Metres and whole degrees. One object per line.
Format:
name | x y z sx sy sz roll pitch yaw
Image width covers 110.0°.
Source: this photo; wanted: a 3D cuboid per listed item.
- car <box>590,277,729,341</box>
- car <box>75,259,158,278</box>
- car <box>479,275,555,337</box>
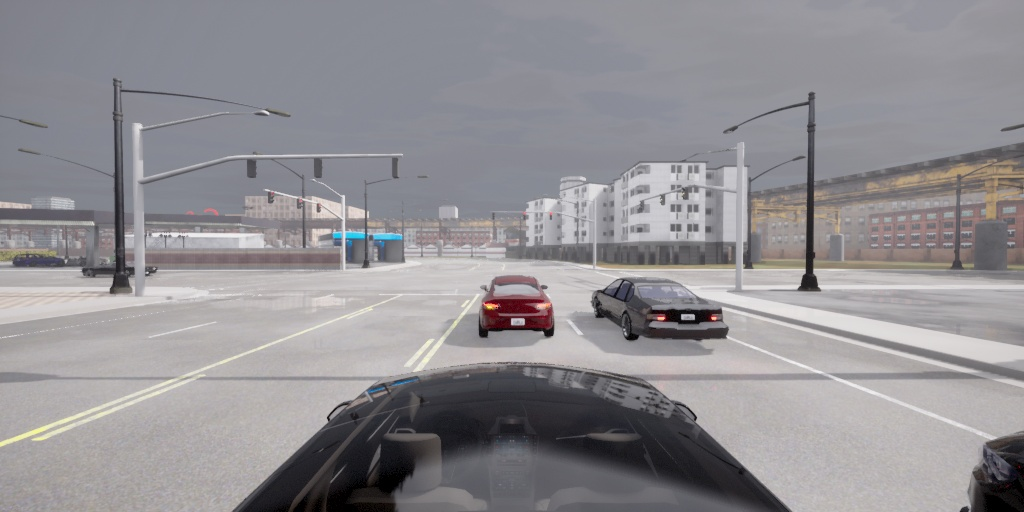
car | 3.582 1.282 9.817 2.033 1.411 5.357 0 0 0
car | -33.158 1.134 30.308 4.718 1.301 1.895 0 1 -1
car | 0.071 1.256 10.102 1.812 1.442 4.674 0 0 -1
